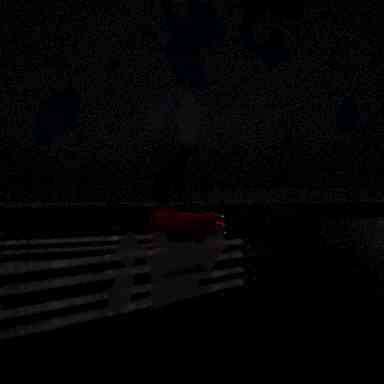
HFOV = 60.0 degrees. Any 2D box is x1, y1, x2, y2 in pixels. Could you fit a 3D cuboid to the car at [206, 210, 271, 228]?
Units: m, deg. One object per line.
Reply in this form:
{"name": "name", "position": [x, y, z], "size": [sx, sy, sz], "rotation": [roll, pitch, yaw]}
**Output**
{"name": "car", "position": [3.779, 1.725, 18.724], "size": [5.357, 1.411, 2.033], "rotation": [0, 0, -17]}

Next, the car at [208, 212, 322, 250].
{"name": "car", "position": [3.371, 1.762, 14.948], "size": [4.718, 1.301, 1.895], "rotation": [0, 0, -17]}

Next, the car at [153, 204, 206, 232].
{"name": "car", "position": [-0.131, 1.567, 21.211], "size": [4.553, 1.767, 2.097], "rotation": [0, 0, -17]}
